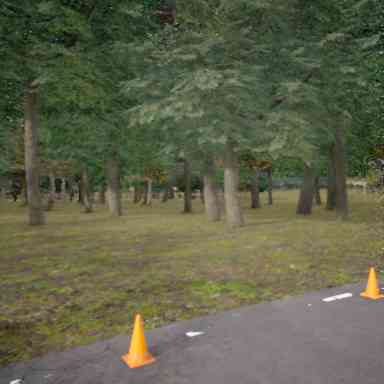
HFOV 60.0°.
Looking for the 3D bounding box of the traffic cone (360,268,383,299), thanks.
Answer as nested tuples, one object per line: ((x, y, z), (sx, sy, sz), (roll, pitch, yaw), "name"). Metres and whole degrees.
((3.811, 1.898, 7.021), (0.340, 0.580, 0.340), (0, 0, -27), "traffic cone")

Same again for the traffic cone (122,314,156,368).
((-0.706, 1.924, 4.410), (0.340, 0.580, 0.340), (0, 0, -33), "traffic cone")
